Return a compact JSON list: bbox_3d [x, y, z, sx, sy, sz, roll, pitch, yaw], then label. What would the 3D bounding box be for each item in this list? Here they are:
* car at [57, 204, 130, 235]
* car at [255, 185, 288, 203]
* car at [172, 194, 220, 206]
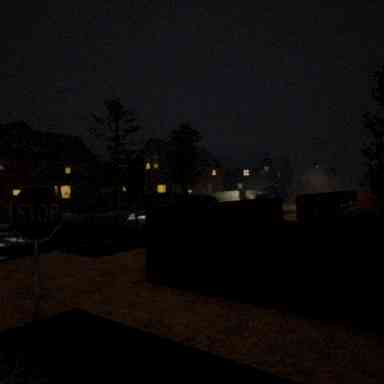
[{"bbox_3d":[-5.544,1.300,17.057,1.895,1.301,4.718,-1,1,36],"label":"car"},{"bbox_3d":[9.009,0.314,37.346,2.150,2.045,5.566,-1,2,35],"label":"car"},{"bbox_3d":[0.344,0.959,25.269,1.837,1.490,4.892,-1,2,36],"label":"car"}]
